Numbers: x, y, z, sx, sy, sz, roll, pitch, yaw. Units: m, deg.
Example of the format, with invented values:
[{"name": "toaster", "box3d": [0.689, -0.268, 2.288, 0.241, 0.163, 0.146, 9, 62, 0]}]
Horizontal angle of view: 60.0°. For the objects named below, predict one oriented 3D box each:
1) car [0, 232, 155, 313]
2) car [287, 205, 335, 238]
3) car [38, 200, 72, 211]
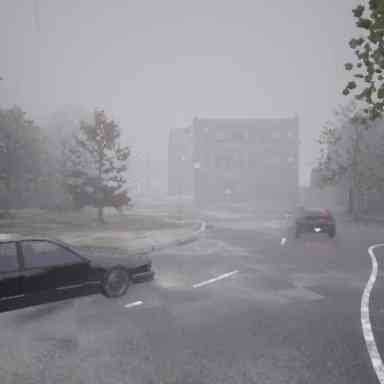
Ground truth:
[{"name": "car", "box3d": [-3.412, 1.539, 6.590, 5.357, 1.411, 2.033, 0, 0, -39]}, {"name": "car", "box3d": [6.246, 1.473, 17.723, 1.837, 1.490, 4.892, 1, 0, 10]}, {"name": "car", "box3d": [-15.429, 1.629, 38.978, 4.718, 1.301, 1.895, 0, 0, 2]}]
